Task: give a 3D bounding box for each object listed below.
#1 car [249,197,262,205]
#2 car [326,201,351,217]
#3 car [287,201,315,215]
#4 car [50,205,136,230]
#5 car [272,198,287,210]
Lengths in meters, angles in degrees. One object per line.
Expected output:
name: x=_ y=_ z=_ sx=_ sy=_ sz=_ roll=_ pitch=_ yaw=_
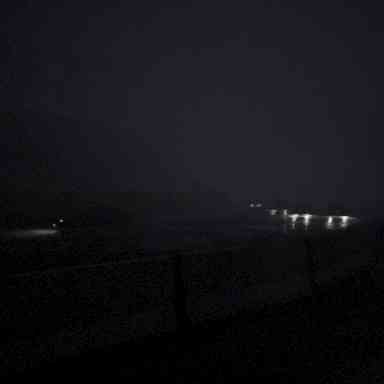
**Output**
car: x=11.613 y=1.628 z=61.040 sx=1.994 sy=1.385 sz=4.181 roll=0 pitch=0 yaw=4
car: x=14.105 y=1.577 z=31.931 sx=1.994 sy=1.385 sz=4.181 roll=0 pitch=0 yaw=28
car: x=11.533 y=1.587 z=34.546 sx=1.994 sy=1.385 sz=4.181 roll=0 pitch=0 yaw=26
car: x=-6.318 y=1.596 z=21.767 sx=5.357 sy=1.411 sz=2.033 roll=0 pitch=0 yaw=-44
car: x=11.703 y=1.543 z=43.848 sx=1.837 sy=1.490 sz=4.892 roll=0 pitch=0 yaw=18
